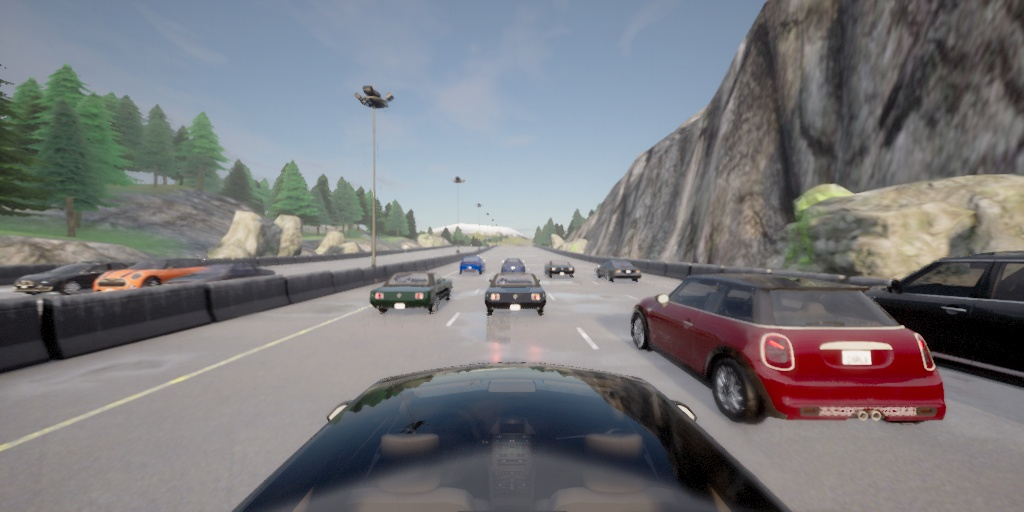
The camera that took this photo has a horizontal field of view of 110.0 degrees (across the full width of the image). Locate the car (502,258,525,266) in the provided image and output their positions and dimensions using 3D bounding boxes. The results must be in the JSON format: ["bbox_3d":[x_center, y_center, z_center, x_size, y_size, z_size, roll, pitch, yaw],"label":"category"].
[{"bbox_3d":[0.100,0.860,30.166,1.994,1.385,4.181,0,1,0],"label":"car"}]

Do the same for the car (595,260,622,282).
[{"bbox_3d":[7.101,0.958,24.398,2.033,1.411,5.357,0,1,0],"label":"car"}]

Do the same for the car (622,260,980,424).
[{"bbox_3d":[3.600,1.054,5.870,2.097,1.767,4.553,0,1,0],"label":"car"}]

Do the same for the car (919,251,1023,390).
[{"bbox_3d":[7.100,0.936,4.827,2.150,2.045,5.566,0,1,0],"label":"car"}]

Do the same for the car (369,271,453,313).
[{"bbox_3d":[-3.400,1.205,13.108,1.895,1.301,4.718,0,1,0],"label":"car"}]

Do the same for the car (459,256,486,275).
[{"bbox_3d":[-3.399,0.748,31.324,1.882,1.535,5.008,0,1,0],"label":"car"}]

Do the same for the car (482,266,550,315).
[{"bbox_3d":[0.100,1.208,12.852,1.895,1.301,4.718,0,1,0],"label":"car"}]

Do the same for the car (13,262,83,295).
[{"bbox_3d":[-21.099,1.034,17.927,1.837,1.490,4.892,0,1,0],"label":"car"}]

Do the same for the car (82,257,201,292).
[{"bbox_3d":[-17.598,0.880,17.938,2.097,1.767,4.553,0,1,0],"label":"car"}]

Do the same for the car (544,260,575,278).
[{"bbox_3d":[3.600,0.942,27.964,1.895,1.301,4.718,0,1,0],"label":"car"}]

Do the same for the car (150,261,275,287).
[{"bbox_3d":[-14.100,1.078,17.773,2.033,1.411,5.357,0,1,0],"label":"car"}]
